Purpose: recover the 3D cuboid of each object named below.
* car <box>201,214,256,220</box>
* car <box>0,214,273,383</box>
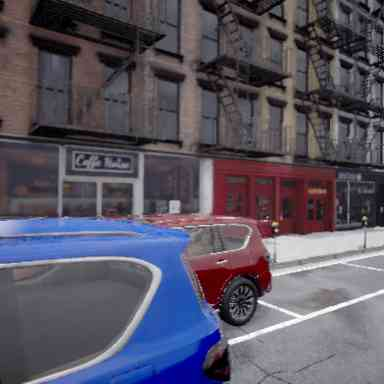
[{"bbox_3d":[-0.793,1.347,5.633,5.009,1.841,2.192,1,-1,-36],"label":"car"},{"bbox_3d":[-2.298,1.207,1.428,5.566,2.045,2.150,1,-1,-36],"label":"car"}]
